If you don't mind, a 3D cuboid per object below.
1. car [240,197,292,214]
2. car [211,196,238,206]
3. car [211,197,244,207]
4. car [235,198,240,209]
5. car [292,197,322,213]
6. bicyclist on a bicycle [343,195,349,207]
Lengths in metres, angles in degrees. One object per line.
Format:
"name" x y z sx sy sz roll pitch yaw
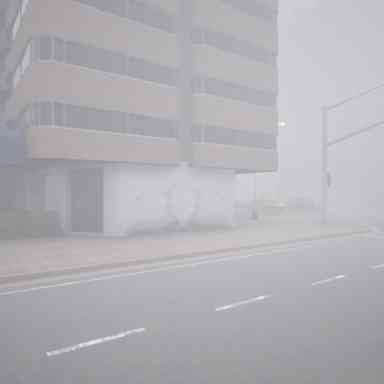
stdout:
"car" 8.020 1.477 36.387 1.882 1.535 5.008 0 0 -36
"car" 5.620 1.491 57.932 2.128 1.511 4.902 0 0 -35
"car" 5.445 1.547 52.182 2.033 1.411 5.357 0 0 -36
"car" 5.398 1.477 45.978 1.882 1.535 5.008 0 0 -36
"car" 12.379 1.352 36.341 2.097 1.767 4.553 0 0 -36
"bicyclist on a bicycle" 22.047 1.301 47.669 1.656 1.620 0.582 0 0 -36
